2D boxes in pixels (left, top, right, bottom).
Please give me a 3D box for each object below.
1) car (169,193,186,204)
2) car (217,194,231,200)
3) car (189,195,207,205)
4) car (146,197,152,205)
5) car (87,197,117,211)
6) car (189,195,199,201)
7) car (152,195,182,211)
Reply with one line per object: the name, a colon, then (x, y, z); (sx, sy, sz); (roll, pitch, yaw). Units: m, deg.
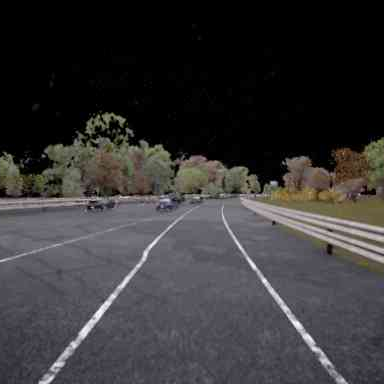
car: (-2.674, 1.118, 57.536); (2.150, 2.045, 5.566); (0, 0, 12)
car: (9.183, 1.578, 93.341); (1.895, 1.301, 4.718); (0, 0, 15)
car: (0.912, 1.423, 57.499); (1.812, 1.442, 4.674); (0, 0, 12)
car: (-6.255, 1.442, 57.487); (2.033, 1.411, 5.357); (0, 0, 12)
car: (-10.066, 1.357, 37.468); (1.837, 1.490, 4.892); (0, 0, 10)
car: (0.582, 1.494, 87.842); (1.812, 1.442, 4.674); (0, 0, 14)
car: (-2.801, 1.382, 38.314); (1.812, 1.442, 4.674); (0, 0, 10)
